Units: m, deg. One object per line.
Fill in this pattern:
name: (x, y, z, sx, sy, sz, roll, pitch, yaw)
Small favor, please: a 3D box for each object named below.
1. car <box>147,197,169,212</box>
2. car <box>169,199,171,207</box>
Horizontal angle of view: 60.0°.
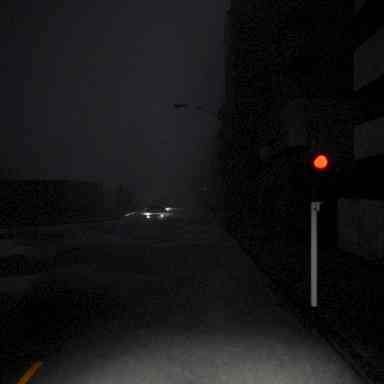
car: (-4.187, 1.478, 39.509, 1.882, 1.535, 5.008, 0, 0, 0)
car: (-4.178, 1.505, 49.536, 1.837, 1.490, 4.892, 0, 0, 1)
